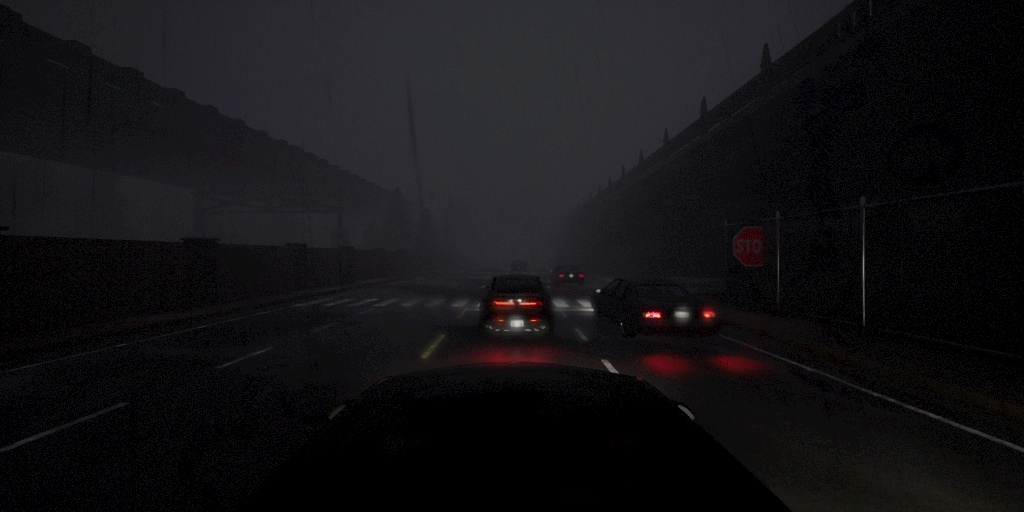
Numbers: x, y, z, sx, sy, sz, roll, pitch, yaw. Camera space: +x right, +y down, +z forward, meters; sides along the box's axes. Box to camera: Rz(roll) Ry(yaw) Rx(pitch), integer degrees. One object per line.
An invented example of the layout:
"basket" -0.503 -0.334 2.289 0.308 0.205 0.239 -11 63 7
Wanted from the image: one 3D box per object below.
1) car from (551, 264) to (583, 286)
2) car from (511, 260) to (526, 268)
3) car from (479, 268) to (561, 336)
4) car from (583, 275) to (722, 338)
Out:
"car" 3.828 1.297 25.223 2.033 1.411 5.357 0 0 1
"car" 0.859 1.228 45.540 1.882 1.535 5.008 0 0 1
"car" 0.122 1.255 10.374 1.837 1.490 4.892 0 0 0
"car" 3.624 1.297 10.120 2.033 1.411 5.357 0 0 0
